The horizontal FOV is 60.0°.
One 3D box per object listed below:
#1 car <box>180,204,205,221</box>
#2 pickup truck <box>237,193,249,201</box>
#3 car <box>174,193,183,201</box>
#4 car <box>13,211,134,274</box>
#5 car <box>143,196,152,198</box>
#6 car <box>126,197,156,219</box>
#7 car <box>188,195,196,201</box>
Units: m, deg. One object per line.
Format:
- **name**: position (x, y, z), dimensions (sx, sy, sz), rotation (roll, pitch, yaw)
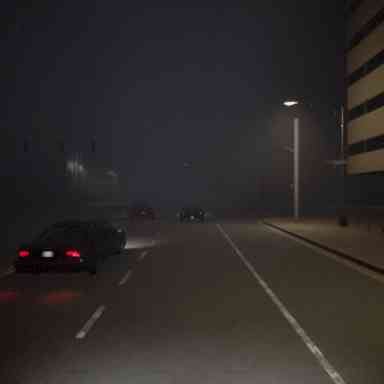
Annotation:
- **car**: position (0.040, 1.634, 27.132), dimensions (1.895, 1.301, 4.718), rotation (0, 0, 1)
- **pickup truck**: position (13.130, 1.158, 82.172), dimensions (2.390, 2.098, 6.274), rotation (0, 0, 31)
- **car**: position (-3.491, 1.320, 86.064), dimensions (2.150, 2.045, 5.566), rotation (0, 0, 0)
- **car**: position (-3.471, 1.561, 10.568), dimensions (2.033, 1.411, 5.357), rotation (0, 0, 1)
- **car**: position (-10.492, 1.632, 75.236), dimensions (2.033, 1.411, 5.357), rotation (0, 0, 0)
- **car**: position (-4.561, 1.513, 28.763), dimensions (1.882, 1.535, 5.008), rotation (1, 0, -17)
- **car**: position (0.009, 1.635, 86.434), dimensions (2.033, 1.411, 5.357), rotation (0, 0, 0)
